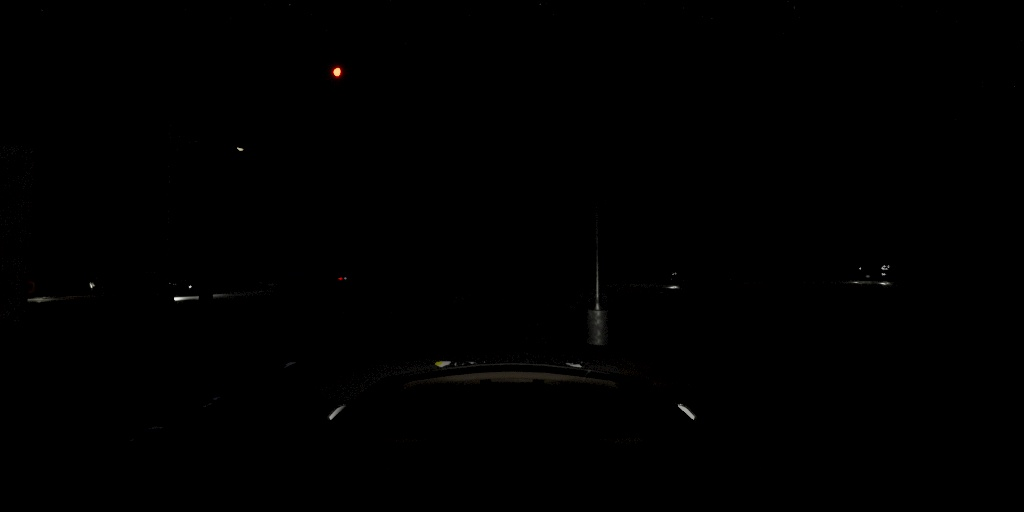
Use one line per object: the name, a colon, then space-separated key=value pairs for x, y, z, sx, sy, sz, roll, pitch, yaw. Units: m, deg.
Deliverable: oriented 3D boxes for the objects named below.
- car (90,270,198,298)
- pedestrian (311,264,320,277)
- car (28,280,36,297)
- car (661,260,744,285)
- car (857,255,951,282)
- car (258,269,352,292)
car: x=-20.221 y=1.494 z=19.822 sx=4.892 sy=1.490 sz=1.837 roll=-1 pitch=-2 yaw=0
pedestrian: x=-15.055 y=1.466 z=27.413 sx=0.375 sy=1.860 sz=0.375 roll=0 pitch=-1 yaw=0
car: x=-29.645 y=1.582 z=19.851 sx=5.008 sy=1.535 sz=1.882 roll=-1 pitch=-2 yaw=0
car: x=12.360 y=1.065 z=23.435 sx=5.008 sy=1.535 sz=1.882 roll=-1 pitch=-2 yaw=0
car: x=25.460 y=0.728 z=23.413 sx=4.553 sy=1.767 sz=2.097 roll=-1 pitch=-2 yaw=0
car: x=-13.420 y=1.573 z=23.501 sx=5.357 sy=1.411 sz=2.033 roll=-1 pitch=-2 yaw=0
